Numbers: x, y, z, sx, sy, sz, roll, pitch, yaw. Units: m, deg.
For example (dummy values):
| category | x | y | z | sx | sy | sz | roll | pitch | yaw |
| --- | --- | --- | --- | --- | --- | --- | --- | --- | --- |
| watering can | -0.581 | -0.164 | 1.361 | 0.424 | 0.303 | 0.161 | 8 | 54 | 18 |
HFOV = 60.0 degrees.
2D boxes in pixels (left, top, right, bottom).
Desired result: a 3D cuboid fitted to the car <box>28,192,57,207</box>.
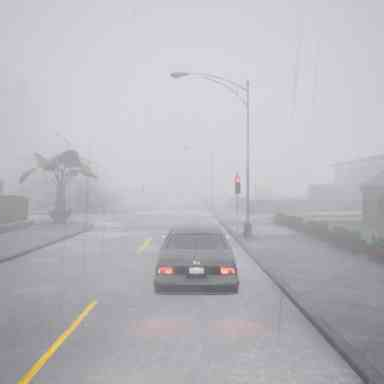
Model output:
| category | x | y | z | sx | sy | sz | roll | pitch | yaw |
| --- | --- | --- | --- | --- | --- | --- | --- | --- | --- |
| car | -19.748 | 0.985 | 43.898 | 1.905 | 1.878 | 3.866 | 0 | 0 | 35 |

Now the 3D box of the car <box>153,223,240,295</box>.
| category | x | y | z | sx | sy | sz | roll | pitch | yaw |
| --- | --- | --- | --- | --- | --- | --- | --- | --- | --- |
| car | 0.099 | 1.547 | 8.855 | 2.033 | 1.411 | 5.357 | 0 | 0 | 0 |
